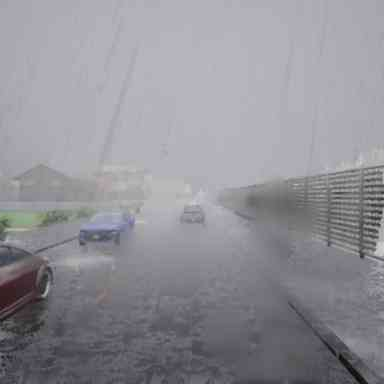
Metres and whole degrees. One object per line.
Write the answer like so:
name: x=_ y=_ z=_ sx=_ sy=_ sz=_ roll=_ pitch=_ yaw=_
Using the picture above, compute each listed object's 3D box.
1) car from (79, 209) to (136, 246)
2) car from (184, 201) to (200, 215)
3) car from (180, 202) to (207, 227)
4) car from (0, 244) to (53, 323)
car: x=-4.068 y=1.661 z=16.630 sx=1.882 sy=1.535 sz=5.008 roll=0 pitch=-1 yaw=0
car: x=0.063 y=1.936 z=41.713 sx=1.882 sy=1.535 sz=5.008 roll=0 pitch=0 yaw=0
car: x=0.099 y=1.769 z=25.144 sx=2.128 sy=1.511 sz=4.902 roll=0 pitch=-1 yaw=0
car: x=-4.095 y=1.628 z=5.769 sx=1.994 sy=1.385 sz=4.181 roll=0 pitch=-1 yaw=0
